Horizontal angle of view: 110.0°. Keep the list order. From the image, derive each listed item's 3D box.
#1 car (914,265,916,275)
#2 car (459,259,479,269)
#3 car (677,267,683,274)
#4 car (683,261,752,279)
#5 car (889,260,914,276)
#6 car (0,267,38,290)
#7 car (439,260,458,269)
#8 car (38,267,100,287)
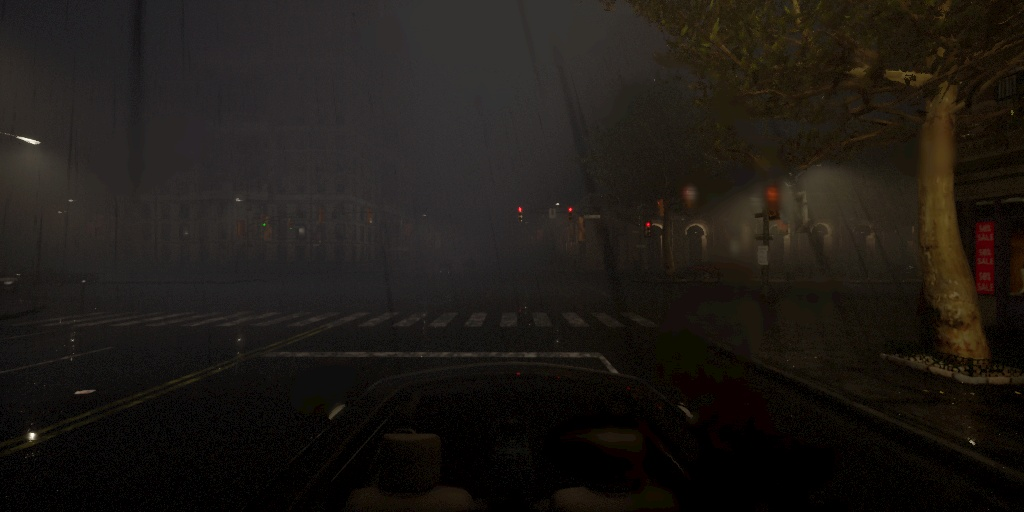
[{"bbox_3d":[38.607,1.254,31.085,4.892,1.490,1.837,0,0,1],"label":"car"},{"bbox_3d":[-6.869,1.227,57.776,1.882,1.535,5.008,0,0,1],"label":"car"},{"bbox_3d":[18.485,1.276,34.757,4.674,1.442,1.812,0,0,0],"label":"car"},{"bbox_3d":[18.129,1.227,31.282,5.008,1.535,1.882,0,0,1],"label":"car"},{"bbox_3d":[39.357,1.101,34.576,4.553,1.767,2.097,0,0,1],"label":"car"},{"bbox_3d":[-30.496,1.241,20.035,4.902,1.511,2.128,0,0,1],"label":"car"},{"bbox_3d":[-10.376,1.313,57.312,1.994,1.385,4.181,0,0,1],"label":"car"},{"bbox_3d":[-30.273,1.351,23.532,4.718,1.301,1.895,0,0,1],"label":"car"}]
